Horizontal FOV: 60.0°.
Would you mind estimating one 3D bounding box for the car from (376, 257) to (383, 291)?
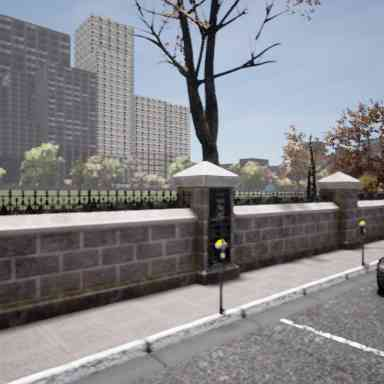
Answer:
[{"bbox_3d":[6.004,1.564,7.896,4.313,1.339,1.947,0,0,-40],"label":"car"}]
